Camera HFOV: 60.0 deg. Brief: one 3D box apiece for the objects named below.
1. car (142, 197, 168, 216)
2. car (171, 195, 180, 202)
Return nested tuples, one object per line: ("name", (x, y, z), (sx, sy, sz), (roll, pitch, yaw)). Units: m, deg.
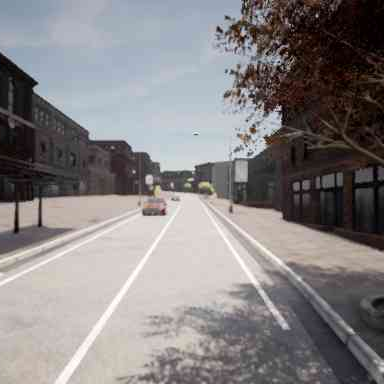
("car", (-3.403, 1.262, 31.010), (2.097, 1.767, 4.553), (0, 0, 0))
("car", (-3.545, 1.320, 71.731), (2.128, 1.511, 4.902), (0, 0, 0))
